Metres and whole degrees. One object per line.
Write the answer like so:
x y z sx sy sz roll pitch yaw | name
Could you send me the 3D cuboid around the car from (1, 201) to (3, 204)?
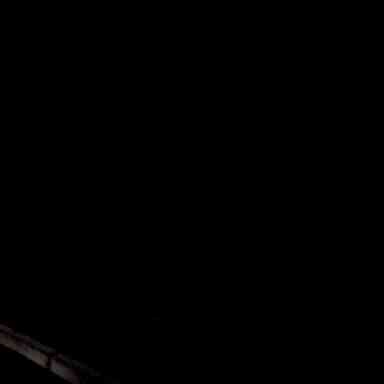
-22.259 1.226 37.363 1.895 1.301 4.718 1 0 32 | car
